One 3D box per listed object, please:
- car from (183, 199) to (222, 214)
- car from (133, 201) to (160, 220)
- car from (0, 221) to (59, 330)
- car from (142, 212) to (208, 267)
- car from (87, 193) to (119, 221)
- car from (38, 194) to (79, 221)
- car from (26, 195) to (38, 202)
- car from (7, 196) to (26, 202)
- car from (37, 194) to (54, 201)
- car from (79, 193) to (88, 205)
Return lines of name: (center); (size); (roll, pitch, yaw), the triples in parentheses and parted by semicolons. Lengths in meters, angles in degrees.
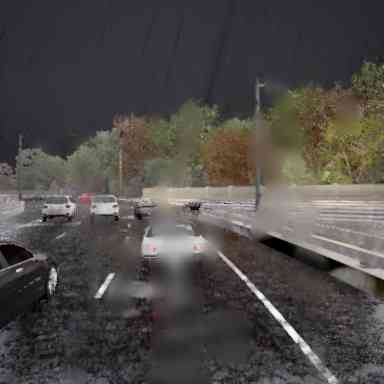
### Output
car: (1.187, 1.460, 34.070); (4.902, 1.511, 2.128); (0, 0, 44)
car: (-3.983, 1.520, 28.675); (2.128, 1.511, 4.902); (-1, 0, -15)
car: (-3.760, 1.525, 5.492); (1.837, 1.490, 4.892); (0, 1, -3)
car: (-0.715, 1.612, 11.520); (1.895, 1.301, 4.718); (0, 0, -6)
car: (-7.328, 1.268, 27.833); (2.150, 2.045, 5.566); (0, 0, -15)
car: (-10.817, 1.281, 27.341); (2.150, 2.045, 5.566); (0, 0, -16)
car: (-38.898, 1.558, 80.010); (4.892, 1.490, 1.837); (0, 0, 41)
car: (-41.290, 1.661, 77.454); (4.718, 1.301, 1.895); (0, 0, 41)
car: (-36.506, 1.404, 82.566); (4.553, 1.767, 2.097); (0, 0, 41)
car: (-20.053, 1.248, 63.682); (2.150, 2.045, 5.566); (0, 0, -34)
